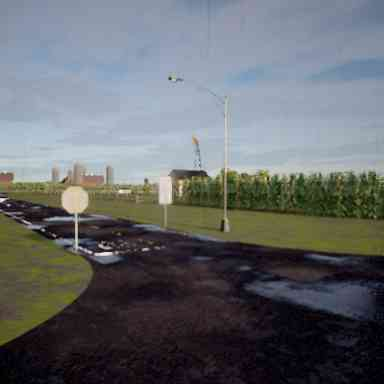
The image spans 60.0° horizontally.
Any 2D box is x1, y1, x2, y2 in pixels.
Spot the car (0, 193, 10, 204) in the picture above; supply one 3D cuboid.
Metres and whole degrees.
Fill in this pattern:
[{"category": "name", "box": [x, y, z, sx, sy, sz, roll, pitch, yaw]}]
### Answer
[{"category": "car", "box": [-25.830, 0.861, 44.855, 2.128, 1.511, 4.902, 0, 1, -36]}]
